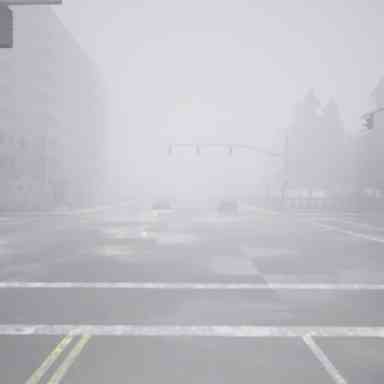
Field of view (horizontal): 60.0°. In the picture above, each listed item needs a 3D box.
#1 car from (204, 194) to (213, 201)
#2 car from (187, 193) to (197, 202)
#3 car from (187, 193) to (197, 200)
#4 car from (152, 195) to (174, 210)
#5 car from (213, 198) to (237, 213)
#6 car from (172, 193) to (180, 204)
[{"bbox_3d":[3.500,1.162,70.376,1.882,1.535,5.008,0,0,0],"label":"car"},{"bbox_3d":[0.000,1.171,68.462,1.882,1.535,5.008,0,0,0],"label":"car"},{"bbox_3d":[0.001,1.035,77.711,2.128,1.511,4.902,0,0,0],"label":"car"},{"bbox_3d":[-3.587,1.388,39.447,1.994,1.385,4.181,0,0,0],"label":"car"},{"bbox_3d":[3.601,1.320,35.120,1.882,1.535,5.008,0,0,0],"label":"car"},{"bbox_3d":[-3.554,1.311,56.643,1.994,1.385,4.181,0,0,0],"label":"car"}]
